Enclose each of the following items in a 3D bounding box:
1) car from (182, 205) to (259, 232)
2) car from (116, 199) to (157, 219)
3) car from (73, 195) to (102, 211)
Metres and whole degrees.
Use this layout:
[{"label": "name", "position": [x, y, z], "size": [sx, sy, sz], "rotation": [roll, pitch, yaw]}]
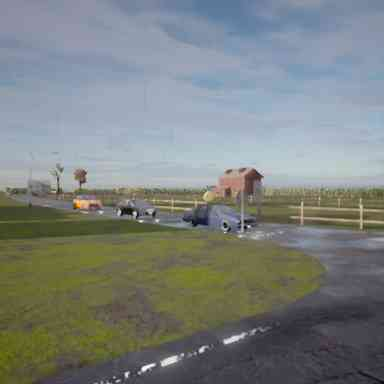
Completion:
[{"label": "car", "position": [1.539, 1.518, 20.573], "size": [2.033, 1.411, 5.357], "rotation": [-1, 1, -38]}, {"label": "car", "position": [-4.824, 1.396, 28.563], "size": [2.128, 1.511, 4.902], "rotation": [-1, 1, -38]}, {"label": "car", "position": [-11.912, 1.183, 37.789], "size": [2.097, 1.767, 4.553], "rotation": [-1, 1, -37]}]
